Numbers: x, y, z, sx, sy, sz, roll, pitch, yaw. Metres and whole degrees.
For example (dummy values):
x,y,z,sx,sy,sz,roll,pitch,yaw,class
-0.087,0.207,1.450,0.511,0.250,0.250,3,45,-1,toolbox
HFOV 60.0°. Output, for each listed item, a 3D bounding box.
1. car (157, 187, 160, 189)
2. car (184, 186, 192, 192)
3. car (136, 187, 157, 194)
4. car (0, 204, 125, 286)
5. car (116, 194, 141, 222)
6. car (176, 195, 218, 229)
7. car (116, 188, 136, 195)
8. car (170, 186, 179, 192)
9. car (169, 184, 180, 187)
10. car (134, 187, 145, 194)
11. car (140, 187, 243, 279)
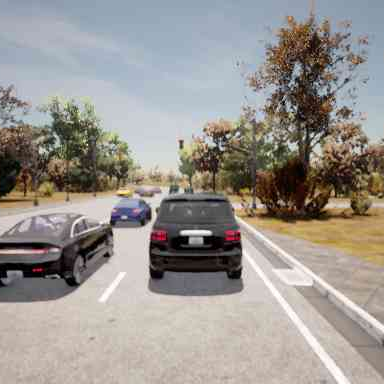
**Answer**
x,y,z,sx,sy,sz,roll,pitch,yaw,class
-7.328,-0.303,68.949,1.812,1.442,4.674,0,2,-1,car
-1.092,-0.872,87.484,1.994,1.385,4.181,0,2,-3,car
-7.168,0.179,52.652,1.994,1.385,4.181,0,2,0,car
-3.406,1.301,8.810,2.128,1.511,4.902,0,2,0,car
-3.410,1.055,19.100,1.812,1.442,4.674,0,2,0,car
0.126,1.017,19.230,2.128,1.511,4.902,0,2,-3,car
-10.666,0.095,52.590,1.882,1.535,5.008,0,2,0,car
-4.586,-0.893,87.282,2.128,1.511,4.902,0,2,-3,car
-4.081,-0.829,76.855,2.150,2.045,5.566,0,2,-2,car
-10.828,-0.302,68.898,1.812,1.442,4.674,0,2,-1,car
0.089,1.012,9.501,2.150,2.045,5.566,0,2,0,car
